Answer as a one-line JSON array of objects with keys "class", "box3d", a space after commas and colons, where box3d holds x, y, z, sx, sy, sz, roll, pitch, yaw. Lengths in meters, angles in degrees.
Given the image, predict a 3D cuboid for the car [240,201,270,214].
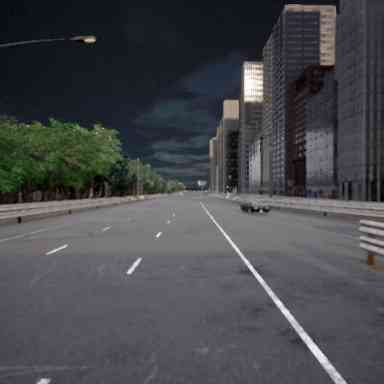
[{"class": "car", "box3d": [6.483, 1.619, 34.938, 1.895, 1.301, 4.718, 0, 0, -9]}]
